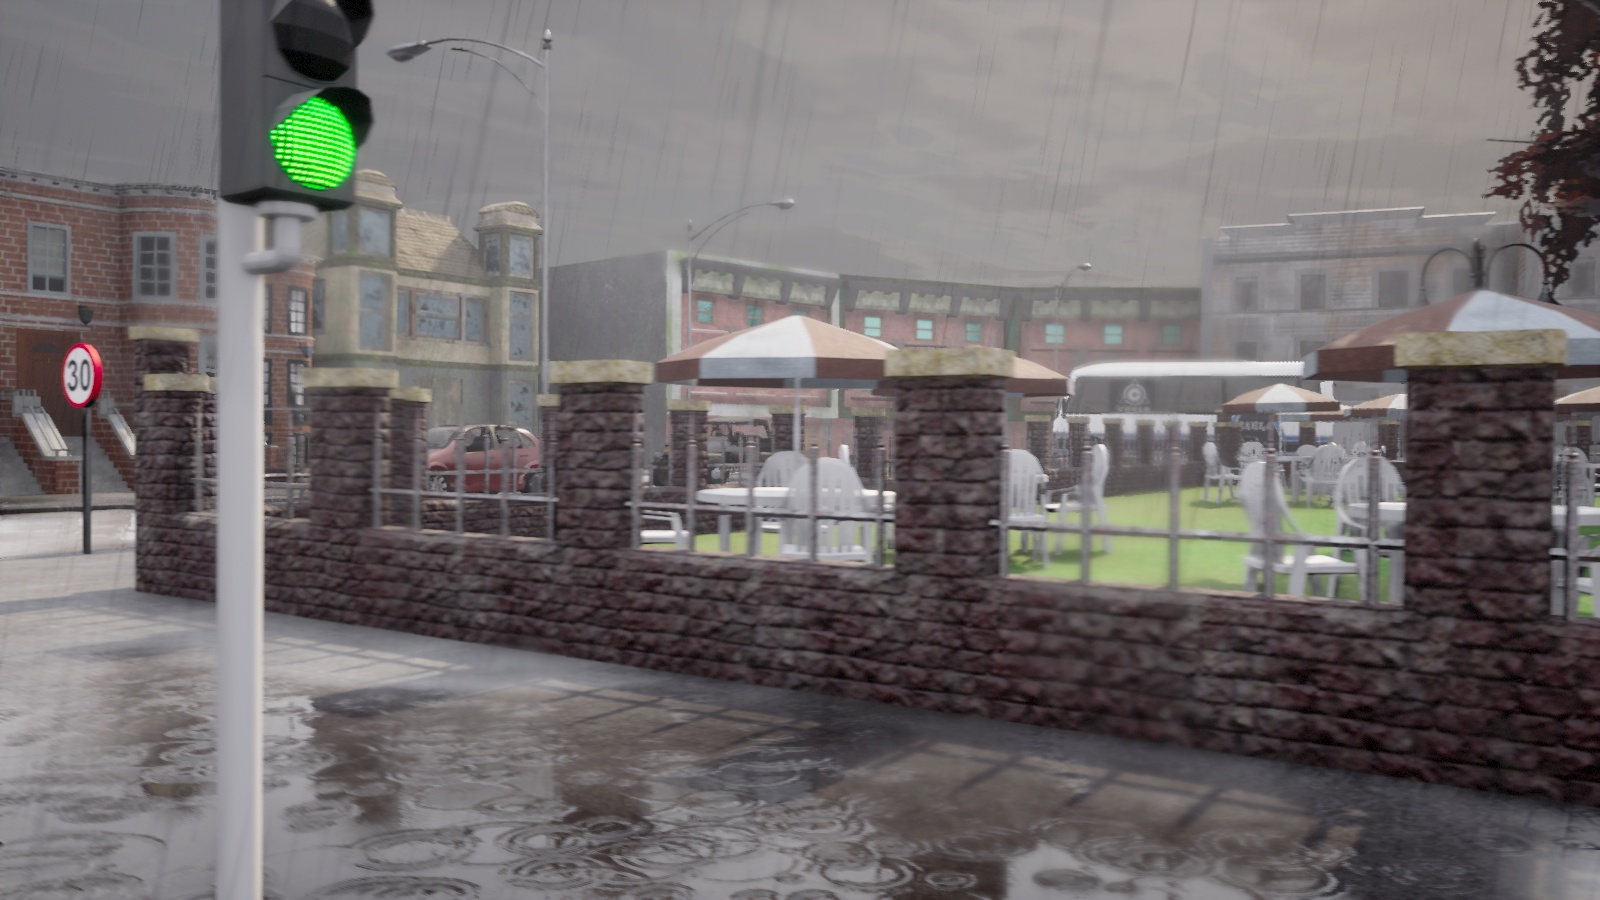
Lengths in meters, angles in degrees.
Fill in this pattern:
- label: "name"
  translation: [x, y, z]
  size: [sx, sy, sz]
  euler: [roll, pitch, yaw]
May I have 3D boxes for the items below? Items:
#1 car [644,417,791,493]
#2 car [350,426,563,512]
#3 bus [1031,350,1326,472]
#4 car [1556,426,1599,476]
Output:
- label: "car"
  translation: [-2.121, 0.085, 33.241]
  size: [1.905, 1.878, 3.866]
  euler: [0, 1, 33]
- label: "car"
  translation: [-6.983, 0.332, 25.902]
  size: [1.851, 1.617, 3.988]
  euler: [0, 1, 34]
- label: "bus"
  translation: [14.227, -1.435, 47.459]
  size: [10.273, 4.253, 3.944]
  euler: [0, 2, 20]
- label: "car"
  translation: [24.898, 0.012, 37.199]
  size: [4.193, 1.474, 1.816]
  euler: [0, 1, 34]
